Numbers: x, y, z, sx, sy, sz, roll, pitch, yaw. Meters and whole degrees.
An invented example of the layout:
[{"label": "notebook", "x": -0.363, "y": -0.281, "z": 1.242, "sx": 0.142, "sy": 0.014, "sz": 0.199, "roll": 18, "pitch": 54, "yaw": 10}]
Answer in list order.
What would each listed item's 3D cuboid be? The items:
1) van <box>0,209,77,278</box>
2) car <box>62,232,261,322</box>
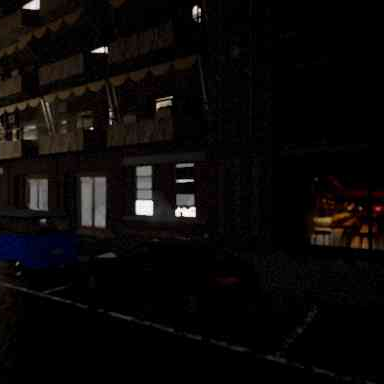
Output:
[{"label": "van", "x": -5.268, "y": 1.426, "z": 10.139, "sx": 3.998, "sy": 1.788, "sz": 1.690, "roll": 0, "pitch": -1, "yaw": 33}, {"label": "car", "x": -0.631, "y": 1.636, "z": 7.120, "sx": 4.206, "sy": 1.307, "sz": 1.802, "roll": 0, "pitch": -1, "yaw": 33}]
